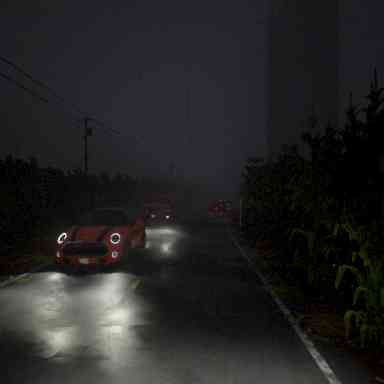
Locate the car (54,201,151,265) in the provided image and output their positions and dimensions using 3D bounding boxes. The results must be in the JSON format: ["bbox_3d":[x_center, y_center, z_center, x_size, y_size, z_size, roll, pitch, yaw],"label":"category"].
[{"bbox_3d":[-2.949,1.351,11.593,2.097,1.767,4.553,0,0,2],"label":"car"}]

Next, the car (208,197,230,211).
[{"bbox_3d":[3.206,1.597,40.812,1.895,1.301,4.718,0,0,10],"label":"car"}]

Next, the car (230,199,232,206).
[{"bbox_3d":[4.949,1.487,50.518,2.128,1.511,4.902,0,0,11],"label":"car"}]

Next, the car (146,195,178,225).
[{"bbox_3d":[-2.310,1.221,24.380,2.150,2.045,5.566,0,0,5],"label":"car"}]
